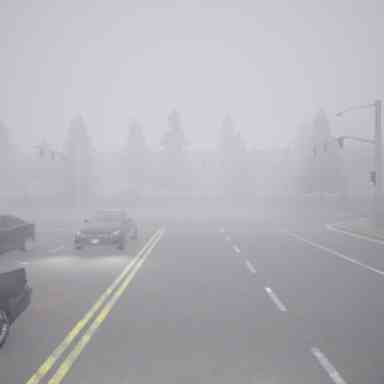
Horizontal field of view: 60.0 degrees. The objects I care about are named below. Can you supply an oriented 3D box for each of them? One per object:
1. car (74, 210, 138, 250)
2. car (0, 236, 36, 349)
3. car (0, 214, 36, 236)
[{"bbox_3d":[-3.506,1.516,14.335,1.812,1.442,4.674,0,0,0],"label":"car"},{"bbox_3d":[-3.590,1.546,3.284,2.033,1.411,5.357,0,0,0],"label":"car"},{"bbox_3d":[-7.056,1.470,11.006,1.882,1.535,5.008,0,0,1],"label":"car"}]
